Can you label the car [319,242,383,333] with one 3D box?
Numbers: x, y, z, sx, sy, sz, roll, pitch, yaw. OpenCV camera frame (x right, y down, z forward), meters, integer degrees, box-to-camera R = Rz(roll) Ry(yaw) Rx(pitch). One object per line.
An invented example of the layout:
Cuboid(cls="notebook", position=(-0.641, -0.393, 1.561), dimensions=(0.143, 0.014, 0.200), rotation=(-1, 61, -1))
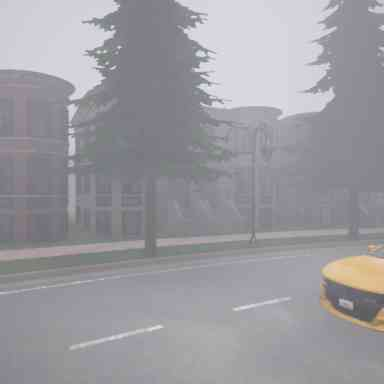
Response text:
Cuboid(cls="car", position=(4.661, 1.487, 6.237), dimensions=(5.008, 1.535, 1.882), rotation=(0, 0, -25))
